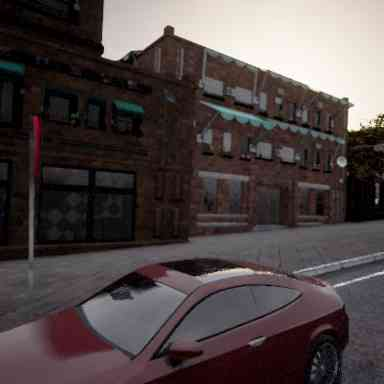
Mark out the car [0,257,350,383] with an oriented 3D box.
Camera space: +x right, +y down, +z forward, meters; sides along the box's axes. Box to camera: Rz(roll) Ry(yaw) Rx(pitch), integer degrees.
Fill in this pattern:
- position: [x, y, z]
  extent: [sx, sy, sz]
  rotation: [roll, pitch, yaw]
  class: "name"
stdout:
- position: [-0.122, 1.537, 3.602]
  extent: [4.674, 1.442, 1.812]
  rotation: [0, 0, -36]
  class: "car"
